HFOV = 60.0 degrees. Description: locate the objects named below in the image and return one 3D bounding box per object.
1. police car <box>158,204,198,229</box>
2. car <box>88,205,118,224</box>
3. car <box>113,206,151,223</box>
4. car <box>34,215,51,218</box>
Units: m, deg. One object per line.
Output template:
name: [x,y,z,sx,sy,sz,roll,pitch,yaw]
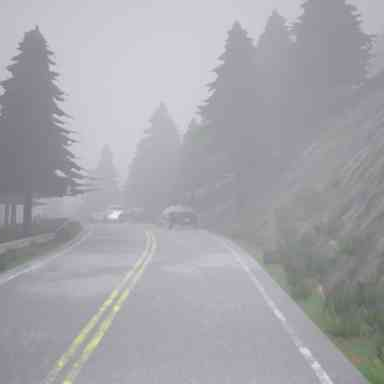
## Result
police car: [-1.138,1.681,23.784,1.930,1.638,5.238,2,-3,-19]
car: [-9.847,2.696,38.296,2.150,2.045,5.566,4,-9,-43]
car: [-5.851,2.342,33.236,1.882,1.535,5.008,1,-6,-34]
car: [-17.538,3.461,39.550,4.892,1.490,1.837,-10,-10,41]
